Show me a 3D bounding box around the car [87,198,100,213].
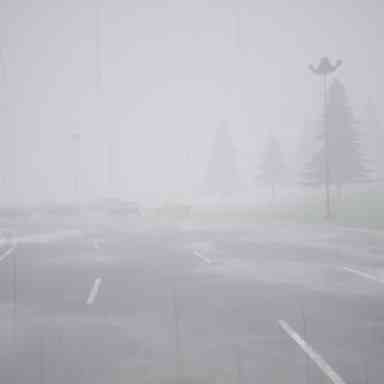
[{"bbox_3d":[-11.359,1.760,43.600,5.566,2.045,2.150,-1,0,36],"label":"car"}]

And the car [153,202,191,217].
[{"bbox_3d":[-2.192,1.770,35.073,1.882,1.535,5.008,-1,-1,-40],"label":"car"}]

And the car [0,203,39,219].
[{"bbox_3d":[-19.592,2.197,36.316,5.357,1.411,2.033,-1,0,32],"label":"car"}]

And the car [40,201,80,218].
[{"bbox_3d":[-14.236,2.036,36.619,4.902,1.511,2.128,-1,-1,39],"label":"car"}]

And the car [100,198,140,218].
[{"bbox_3d":[-7.545,1.755,35.677,2.097,1.767,4.553,-1,-1,-43],"label":"car"}]
